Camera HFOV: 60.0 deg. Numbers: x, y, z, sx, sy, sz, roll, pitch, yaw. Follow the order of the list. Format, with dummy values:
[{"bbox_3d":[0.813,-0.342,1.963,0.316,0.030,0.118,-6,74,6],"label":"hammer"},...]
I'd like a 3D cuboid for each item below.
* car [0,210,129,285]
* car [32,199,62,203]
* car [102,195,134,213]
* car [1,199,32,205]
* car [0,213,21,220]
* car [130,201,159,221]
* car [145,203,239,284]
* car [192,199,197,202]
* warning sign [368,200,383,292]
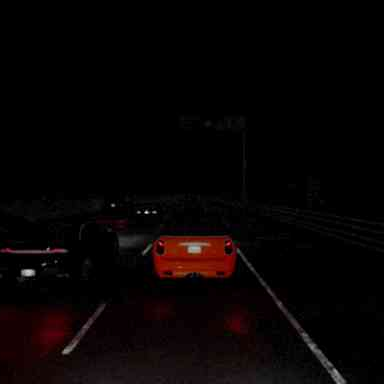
[{"bbox_3d":[-3.431,1.480,9.420,2.128,1.511,4.902,0,0,0],"label":"car"},{"bbox_3d":[-17.591,1.637,41.431,1.837,1.490,4.892,0,0,0],"label":"car"},{"bbox_3d":[-6.905,1.297,31.763,2.150,2.045,5.566,0,0,0],"label":"car"},{"bbox_3d":[-21.086,1.656,41.120,1.812,1.442,4.674,0,0,0],"label":"car"},{"bbox_3d":[-6.916,1.495,11.802,1.837,1.490,4.892,0,0,0],"label":"car"},{"bbox_3d":[-3.415,1.598,27.550,2.033,1.411,5.357,0,0,0],"label":"car"},{"bbox_3d":[0.073,1.339,9.711,2.097,1.767,4.553,0,0,0],"label":"car"},{"bbox_3d":[0.085,1.598,27.595,2.033,1.411,5.357,0,0,0],"label":"car"},{"bbox_3d":[4.544,1.102,6.788,1.300,1.860,1.060,0,0,0],"label":"warning sign"}]
